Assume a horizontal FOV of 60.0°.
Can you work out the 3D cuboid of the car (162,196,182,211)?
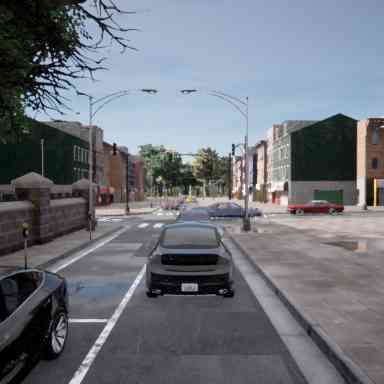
[{"bbox_3d":[-2.670,1.478,41.557,1.967,1.590,4.097,-1,0,0],"label":"car"}]

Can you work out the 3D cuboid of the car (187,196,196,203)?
[{"bbox_3d":[-0.029,1.582,71.711,1.882,1.535,5.008,0,0,0],"label":"car"}]

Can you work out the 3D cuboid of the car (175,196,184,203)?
[{"bbox_3d":[-2.688,1.655,74.165,1.887,1.381,4.507,-1,0,0],"label":"car"}]

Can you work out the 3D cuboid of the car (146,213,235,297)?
[{"bbox_3d":[-0.027,1.505,8.532,1.837,1.490,4.892,0,0,0],"label":"car"}]

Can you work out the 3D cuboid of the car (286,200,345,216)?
[{"bbox_3d":[10.941,1.428,29.835,4.718,1.301,1.895,-1,1,0],"label":"car"}]

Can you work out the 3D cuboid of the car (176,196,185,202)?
[{"bbox_3d":[-2.691,1.690,79.600,1.947,1.339,4.313,-1,0,0],"label":"car"}]

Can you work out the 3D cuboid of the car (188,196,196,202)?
[{"bbox_3d":[-0.046,1.671,82.145,2.033,1.411,5.357,0,0,0],"label":"car"}]

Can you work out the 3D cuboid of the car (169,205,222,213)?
[{"bbox_3d":[0.091,1.552,15.977,2.033,1.411,5.357,0,0,0],"label":"car"}]

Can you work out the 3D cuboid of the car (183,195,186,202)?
[{"bbox_3d":[-2.682,1.628,63.296,1.887,1.381,4.507,-1,0,0],"label":"car"}]

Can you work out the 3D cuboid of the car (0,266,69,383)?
[{"bbox_3d":[-2.646,1.565,3.237,1.947,1.339,4.313,-1,0,0],"label":"car"}]

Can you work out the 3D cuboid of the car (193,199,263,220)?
[{"bbox_3d":[2.941,1.536,26.901,5.357,1.411,2.033,-1,0,0],"label":"car"}]
